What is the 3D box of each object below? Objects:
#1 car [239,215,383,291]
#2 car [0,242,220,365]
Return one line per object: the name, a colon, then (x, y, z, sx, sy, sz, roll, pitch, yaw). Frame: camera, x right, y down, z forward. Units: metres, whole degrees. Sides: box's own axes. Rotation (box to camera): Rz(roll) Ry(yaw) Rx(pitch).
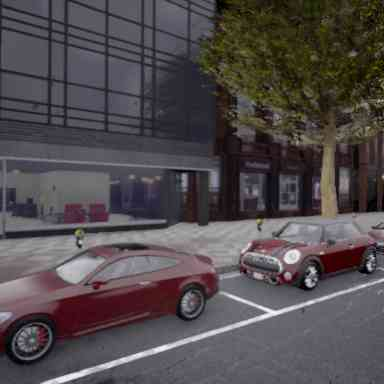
car: (3.197, 1.472, 9.045, 4.097, 1.590, 1.967, 0, 0, -36)
car: (-1.394, 1.590, 5.769, 4.206, 1.307, 1.802, 0, 0, -36)
